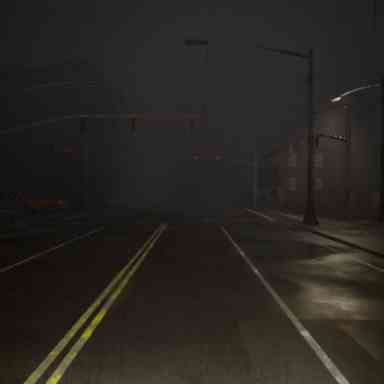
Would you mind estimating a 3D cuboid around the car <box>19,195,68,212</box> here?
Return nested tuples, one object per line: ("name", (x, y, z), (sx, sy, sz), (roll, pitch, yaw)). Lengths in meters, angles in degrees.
("car", (-15.243, 1.091, 34.159), (4.553, 1.767, 2.097), (0, 0, 3))
